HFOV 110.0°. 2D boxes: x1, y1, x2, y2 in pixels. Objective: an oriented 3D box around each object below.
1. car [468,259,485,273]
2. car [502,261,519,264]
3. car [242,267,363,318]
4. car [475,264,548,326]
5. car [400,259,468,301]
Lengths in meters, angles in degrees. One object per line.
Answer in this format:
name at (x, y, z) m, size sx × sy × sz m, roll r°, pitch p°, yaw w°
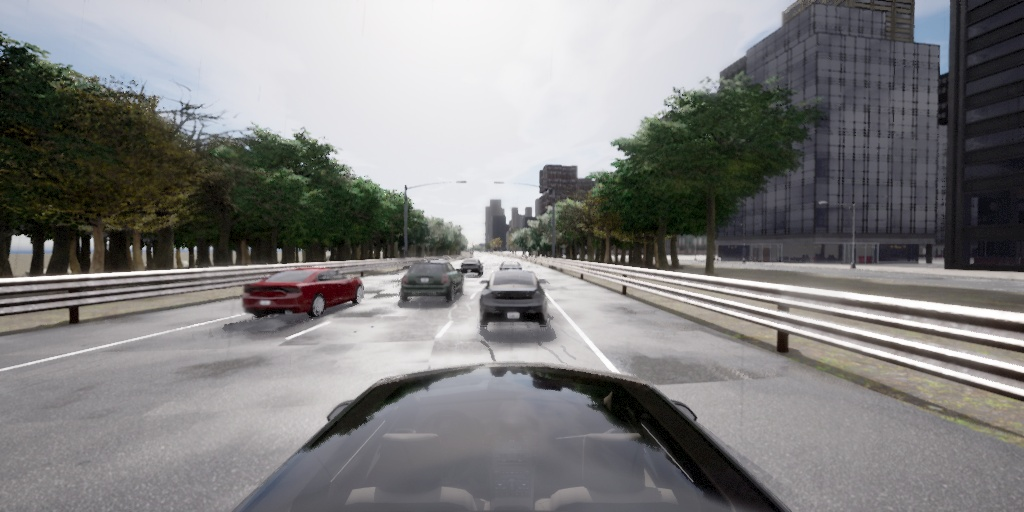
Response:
car at (-3.666, 0.992, 32.966) m, size 1.837 × 1.490 × 4.892 m, roll 0°, pitch 0°, yaw -1°
car at (-0.141, 1.101, 31.346) m, size 1.895 × 1.301 × 4.718 m, roll 0°, pitch 0°, yaw -1°
car at (-6.963, 1.134, 12.586) m, size 1.882 × 1.535 × 5.008 m, roll 0°, pitch 1°, yaw 0°
car at (0.039, 1.174, 11.237) m, size 1.837 × 1.490 × 4.892 m, roll 0°, pitch 1°, yaw 0°
car at (-3.480, 0.975, 16.398) m, size 2.097 × 1.767 × 4.553 m, roll 0°, pitch 0°, yaw 0°
